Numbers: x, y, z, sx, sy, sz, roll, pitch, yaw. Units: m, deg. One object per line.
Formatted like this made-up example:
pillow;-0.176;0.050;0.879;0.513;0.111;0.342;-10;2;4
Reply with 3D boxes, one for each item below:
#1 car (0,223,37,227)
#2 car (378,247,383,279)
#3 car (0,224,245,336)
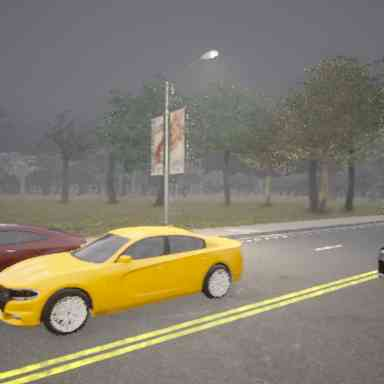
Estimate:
car;-4.894;1.526;8.179;4.674;1.442;1.812;0;0;-36
car;6.339;1.506;7.963;4.902;1.511;2.128;0;0;-36
car;-1.140;1.481;6.864;5.008;1.535;1.882;0;0;-36
